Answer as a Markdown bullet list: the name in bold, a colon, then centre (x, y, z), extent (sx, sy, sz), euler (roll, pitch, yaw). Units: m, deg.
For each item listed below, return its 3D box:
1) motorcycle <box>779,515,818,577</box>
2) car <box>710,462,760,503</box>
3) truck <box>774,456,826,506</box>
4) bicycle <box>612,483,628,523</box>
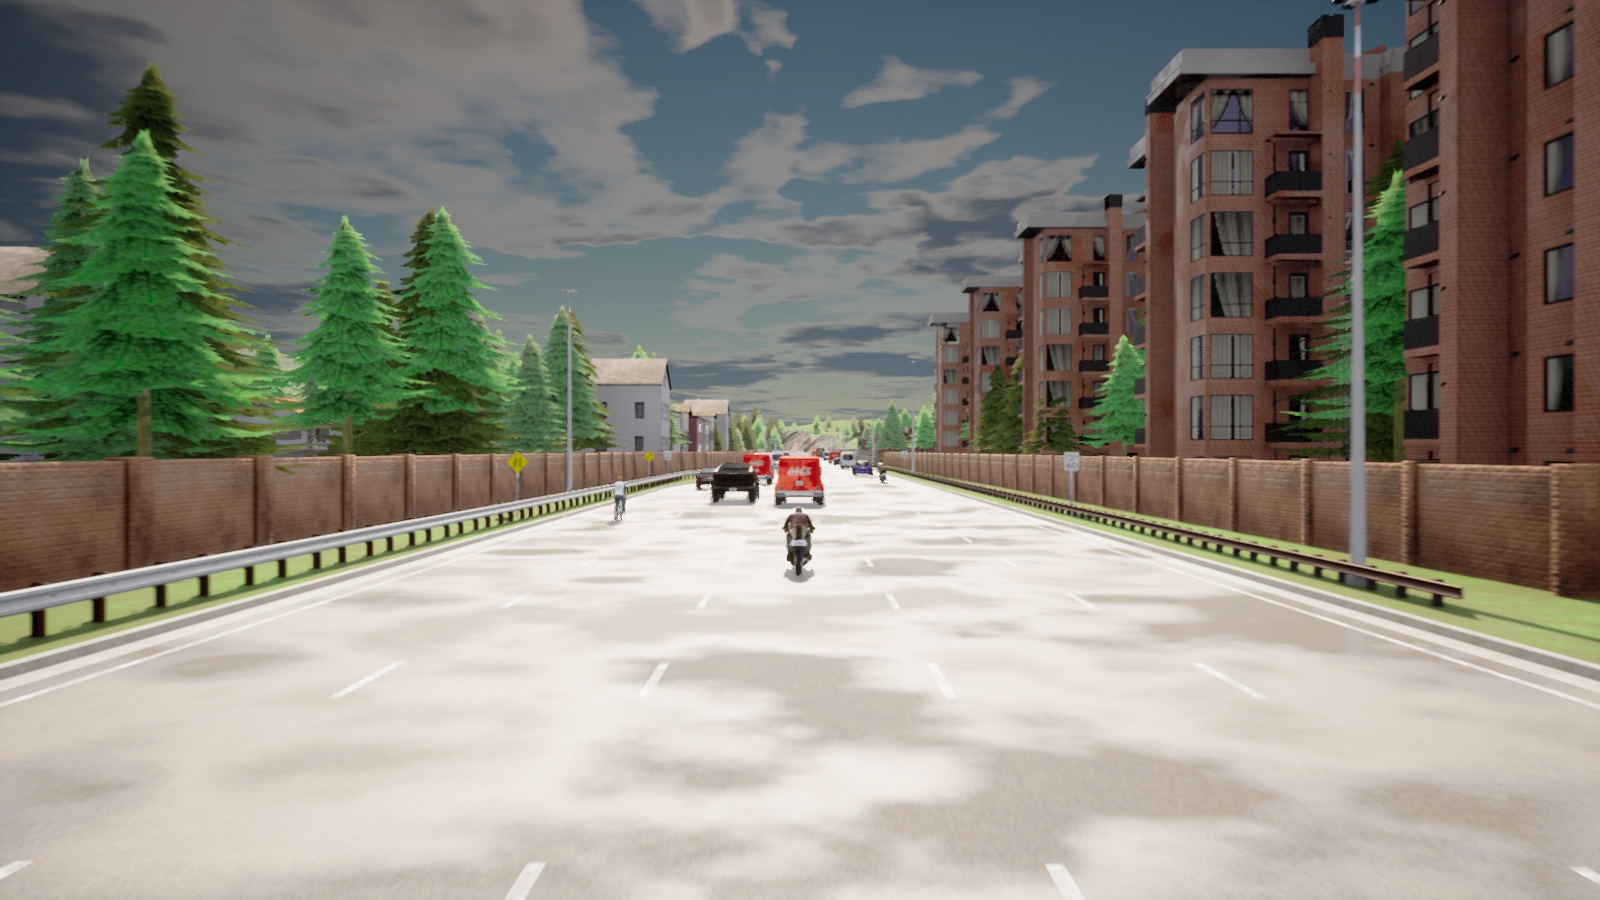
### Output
- **motorcycle**: centre (-0.026, 2.205, 26.526), extent (0.867, 1.251, 2.209), euler (0, 0, 0)
- **car**: centre (-3.515, 1.754, 63.143), extent (2.390, 2.098, 6.274), euler (0, 0, 0)
- **truck**: centre (-0.015, 1.568, 60.261), extent (2.627, 2.467, 5.204), euler (0, 0, 0)
- **bicycle**: centre (-7.021, 2.057, 44.680), extent (0.373, 1.496, 1.643), euler (0, 0, 0)
